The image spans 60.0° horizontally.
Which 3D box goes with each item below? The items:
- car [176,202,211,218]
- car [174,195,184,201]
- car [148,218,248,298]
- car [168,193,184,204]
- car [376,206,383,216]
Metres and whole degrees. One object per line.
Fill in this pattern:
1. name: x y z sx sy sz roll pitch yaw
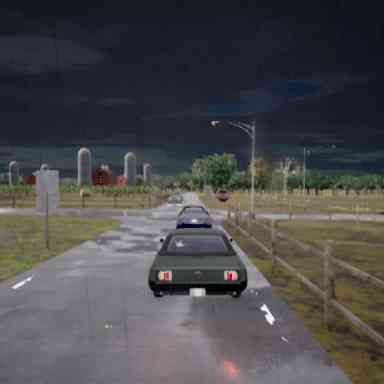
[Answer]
1. car: 0.101 1.485 19.579 1.994 1.385 4.181 0 0 0
2. car: -2.748 1.264 70.075 1.895 1.301 4.718 0 0 0
3. car: 0.108 1.568 8.396 1.895 1.301 4.718 0 0 0
4. car: -2.822 1.103 55.403 2.097 1.767 4.553 0 0 0
5. car: 21.528 1.783 33.981 5.008 1.535 1.882 1 1 0
